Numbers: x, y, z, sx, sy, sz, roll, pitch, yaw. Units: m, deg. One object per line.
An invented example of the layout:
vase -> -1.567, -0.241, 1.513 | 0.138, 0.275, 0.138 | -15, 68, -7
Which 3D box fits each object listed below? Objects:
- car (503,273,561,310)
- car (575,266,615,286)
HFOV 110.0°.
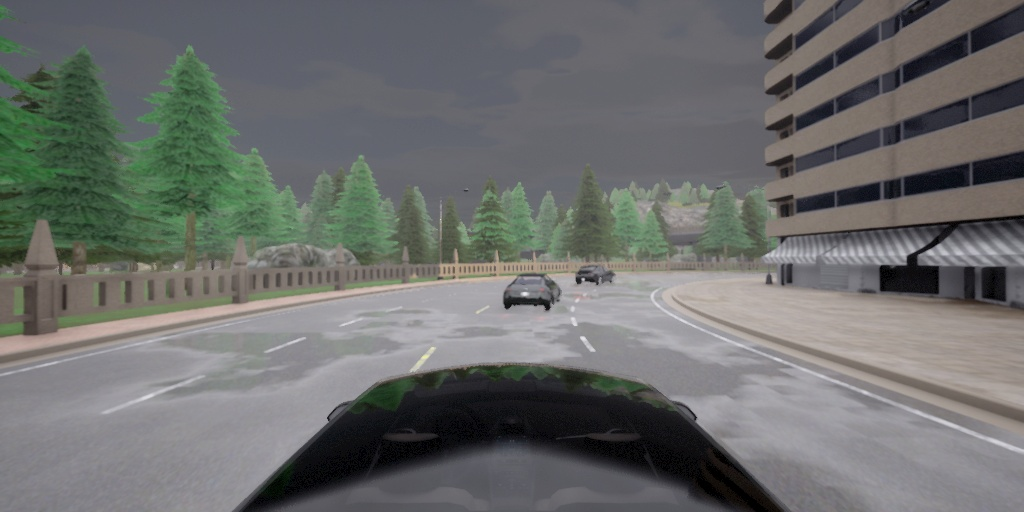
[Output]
car -> 0.969, 1.446, 15.726 | 1.994, 1.385, 4.181 | 0, -1, 14
car -> 6.721, 1.512, 28.700 | 1.837, 1.490, 4.892 | -1, 0, 36
